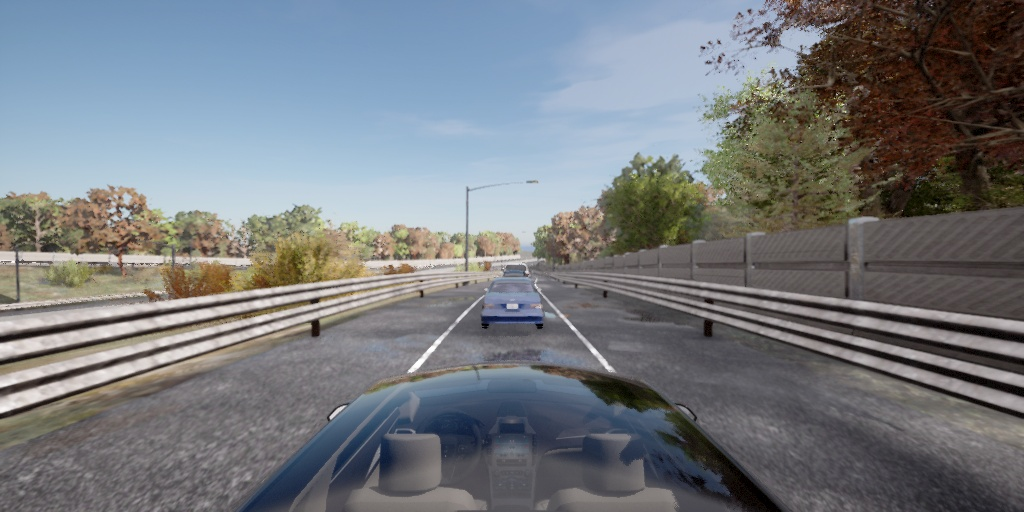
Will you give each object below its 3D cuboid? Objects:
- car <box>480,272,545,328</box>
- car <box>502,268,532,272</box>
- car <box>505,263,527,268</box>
[{"bbox_3d":[0.022,1.393,11.761,2.033,1.411,5.357,0,-1,0],"label":"car"},{"bbox_3d":[0.175,1.641,22.036,1.837,1.490,4.892,0,-3,1],"label":"car"},{"bbox_3d":[0.366,1.628,28.530,2.150,2.045,5.566,0,-3,2],"label":"car"}]
